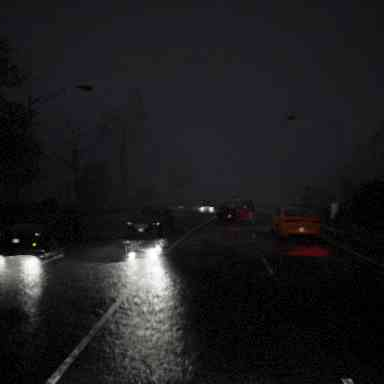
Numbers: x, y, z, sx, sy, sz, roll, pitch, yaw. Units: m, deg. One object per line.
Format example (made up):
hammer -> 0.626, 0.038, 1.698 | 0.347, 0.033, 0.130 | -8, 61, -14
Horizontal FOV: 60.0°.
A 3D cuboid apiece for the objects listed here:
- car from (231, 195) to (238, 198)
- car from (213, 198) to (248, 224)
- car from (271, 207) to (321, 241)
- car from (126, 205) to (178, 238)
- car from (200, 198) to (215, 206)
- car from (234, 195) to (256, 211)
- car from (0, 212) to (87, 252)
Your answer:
car -> 8.118, 1.379, 59.683 | 2.097, 1.767, 4.553 | 0, 0, 16
car -> 2.994, 1.490, 24.816 | 1.882, 1.535, 5.008 | 0, 0, 11
car -> 5.153, 1.497, 16.964 | 1.882, 1.535, 5.008 | 0, 0, 8
car -> -2.001, 1.486, 17.776 | 2.128, 1.511, 4.902 | 0, 0, 9
car -> 2.738, 1.607, 53.528 | 1.895, 1.301, 4.718 | 0, 0, 16
car -> 6.757, 1.518, 40.865 | 2.128, 1.511, 4.902 | 0, 0, 15
car -> -6.052, 1.547, 13.824 | 1.994, 1.385, 4.181 | 0, 0, 7
